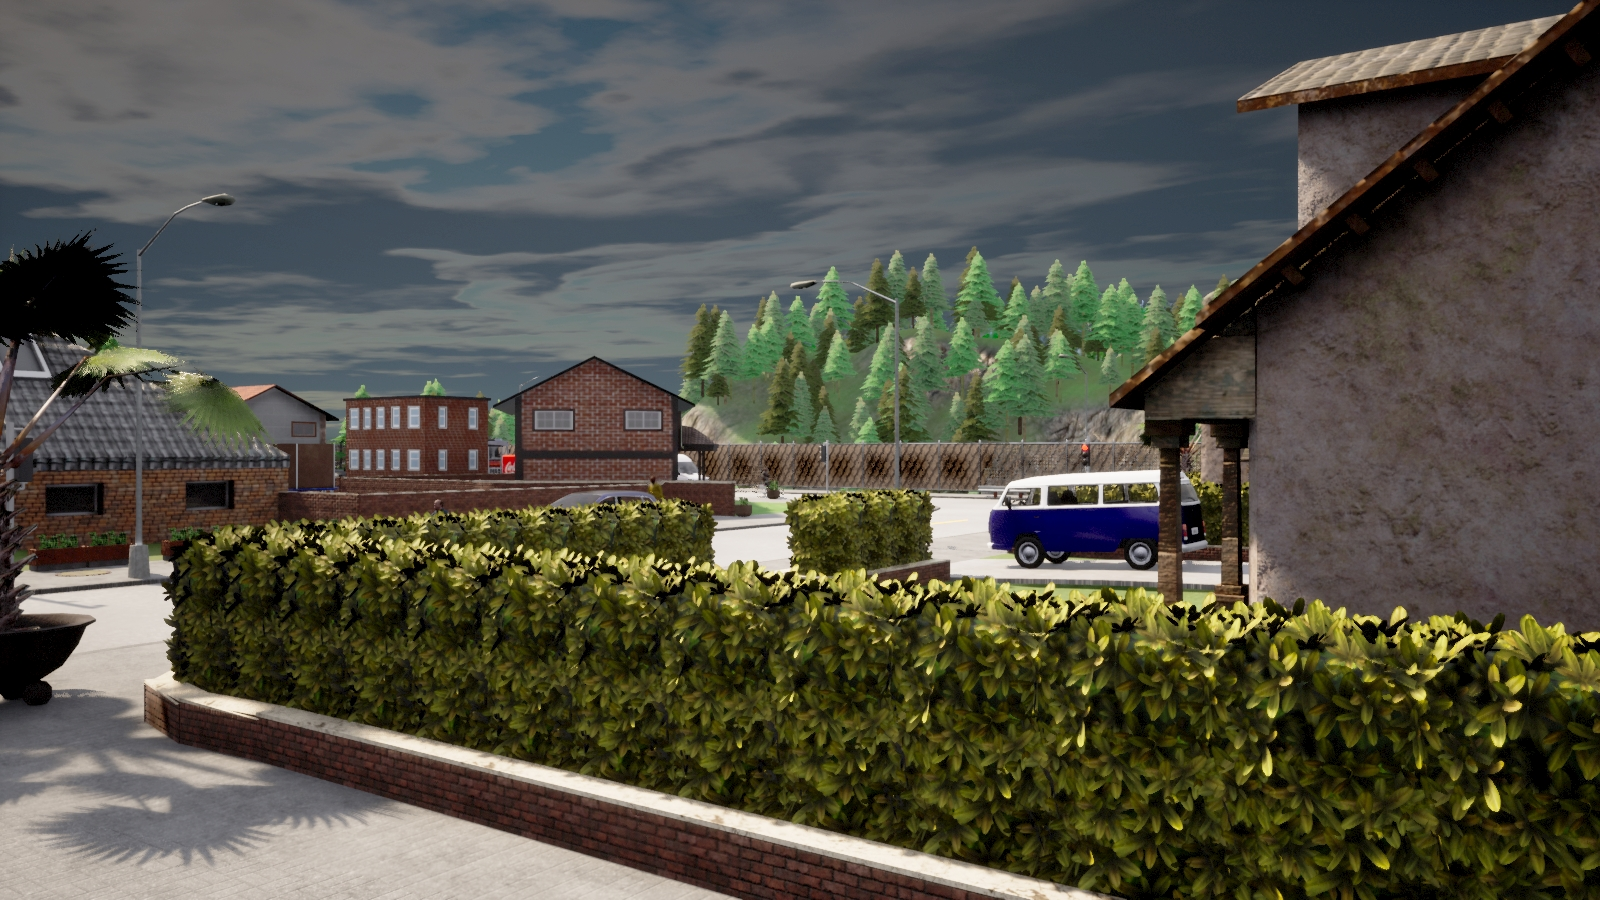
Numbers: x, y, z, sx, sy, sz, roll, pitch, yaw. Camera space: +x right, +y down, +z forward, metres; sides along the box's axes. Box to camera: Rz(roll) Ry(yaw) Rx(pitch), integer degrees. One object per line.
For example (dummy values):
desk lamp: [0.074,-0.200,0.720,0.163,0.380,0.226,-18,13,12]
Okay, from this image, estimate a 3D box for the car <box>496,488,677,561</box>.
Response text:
car: [-5.756,1.958,31.296,2.242,1.667,4.611,0,0,35]

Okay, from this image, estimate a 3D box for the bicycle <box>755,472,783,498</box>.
bicycle: [-1.801,2.045,66.138,1.835,1.471,0.329,0,0,35]

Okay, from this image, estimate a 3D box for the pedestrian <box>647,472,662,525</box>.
pedestrian: [-5.205,1.732,40.978,0.375,1.860,0.375,0,0,38]

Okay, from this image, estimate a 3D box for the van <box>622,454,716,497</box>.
van: [-8.135,1.517,70.560,5.915,2.561,1.988,0,0,35]
